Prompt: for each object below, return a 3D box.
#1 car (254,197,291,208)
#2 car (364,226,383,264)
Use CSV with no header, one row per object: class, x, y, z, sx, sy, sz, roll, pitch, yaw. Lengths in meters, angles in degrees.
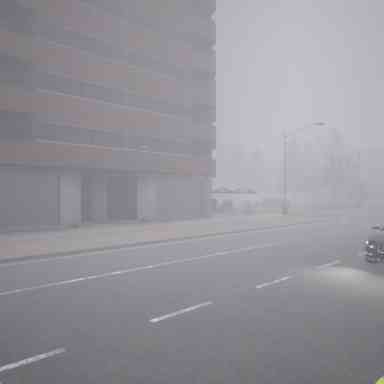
car,11.543,1.491,47.844,2.033,1.411,5.357,0,0,-43
car,7.321,1.503,10.848,4.892,1.490,1.837,0,0,-42
